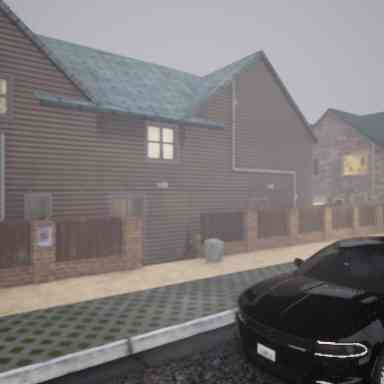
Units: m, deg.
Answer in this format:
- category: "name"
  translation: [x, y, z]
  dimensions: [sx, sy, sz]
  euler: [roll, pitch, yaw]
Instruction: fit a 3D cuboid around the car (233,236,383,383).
- category: "car"
  translation: [2.846, 1.477, 5.099]
  dimensions: [5.008, 1.535, 1.882]
  euler: [0, 0, -35]
